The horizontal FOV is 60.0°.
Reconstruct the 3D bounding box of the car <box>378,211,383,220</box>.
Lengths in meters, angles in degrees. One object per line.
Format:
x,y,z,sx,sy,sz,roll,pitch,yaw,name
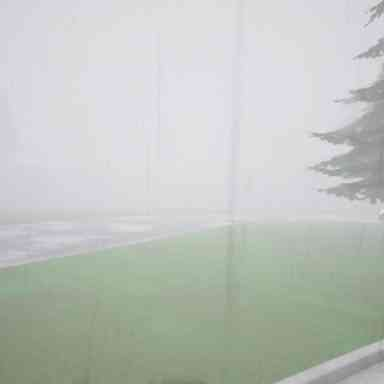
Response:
18.079,1.727,27.545,2.097,1.767,4.553,0,0,-42,car
